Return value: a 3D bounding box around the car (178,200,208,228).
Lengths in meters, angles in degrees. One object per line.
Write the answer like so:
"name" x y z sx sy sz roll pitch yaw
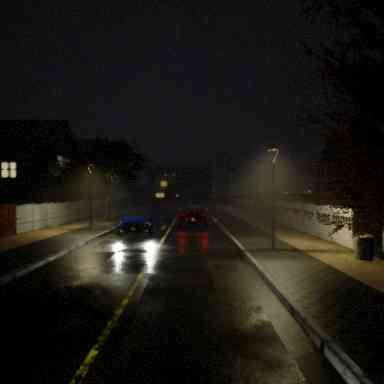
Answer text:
"car" 0.073 1.561 23.176 1.882 1.535 5.008 0 0 0

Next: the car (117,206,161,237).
"car" -2.875 1.541 18.738 1.882 1.535 5.008 0 0 0

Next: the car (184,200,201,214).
"car" 0.047 1.670 38.650 1.837 1.490 4.892 0 0 0
